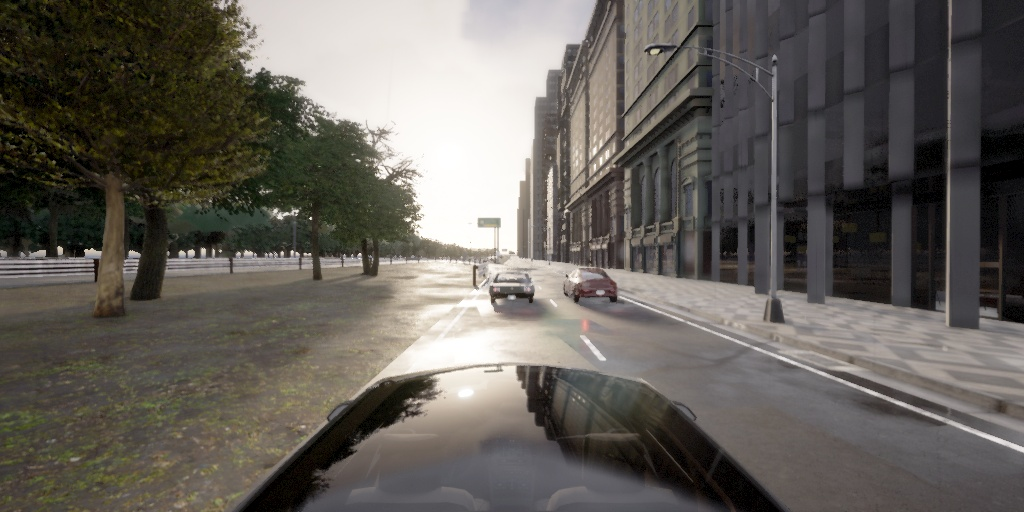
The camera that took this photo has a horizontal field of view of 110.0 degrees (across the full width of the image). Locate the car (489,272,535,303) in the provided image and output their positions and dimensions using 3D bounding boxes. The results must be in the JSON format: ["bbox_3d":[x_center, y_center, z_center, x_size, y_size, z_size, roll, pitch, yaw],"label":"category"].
[{"bbox_3d":[0.001,1.363,16.531,1.895,1.301,4.718,0,0,0],"label":"car"}]

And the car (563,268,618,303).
[{"bbox_3d":[3.500,1.280,16.500,1.812,1.442,4.674,0,0,0],"label":"car"}]
